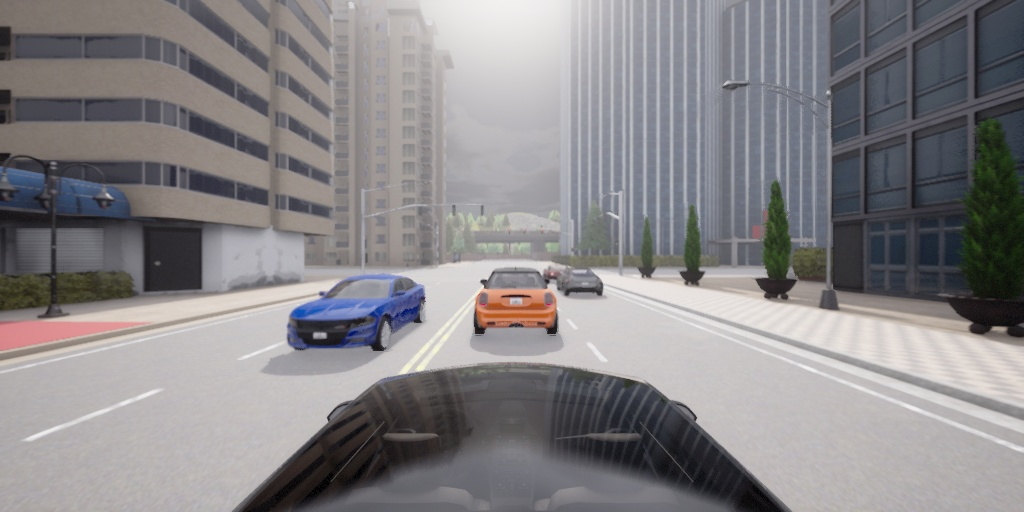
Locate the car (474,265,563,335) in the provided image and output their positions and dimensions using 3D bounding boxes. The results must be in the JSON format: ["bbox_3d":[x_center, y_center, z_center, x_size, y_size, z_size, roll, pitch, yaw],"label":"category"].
[{"bbox_3d":[0.096,1.093,10.675,2.097,1.767,4.553,0,0,0],"label":"car"}]

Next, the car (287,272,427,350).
[{"bbox_3d":[-3.589,1.220,9.218,1.882,1.535,5.008,0,0,0],"label":"car"}]

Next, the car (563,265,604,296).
[{"bbox_3d":[3.551,1.295,19.279,1.994,1.385,4.181,0,0,1],"label":"car"}]

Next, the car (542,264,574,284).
[{"bbox_3d":[3.500,1.323,28.090,1.895,1.301,4.718,0,0,0],"label":"car"}]
